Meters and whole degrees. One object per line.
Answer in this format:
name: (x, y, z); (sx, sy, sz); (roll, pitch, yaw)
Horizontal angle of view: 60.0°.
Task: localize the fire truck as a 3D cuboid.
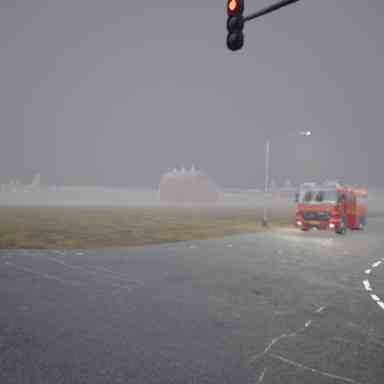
fire truck: (10.906, 1.142, 25.454); (2.891, 3.827, 8.468); (1, -1, 40)
